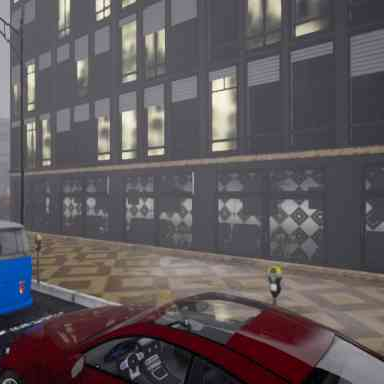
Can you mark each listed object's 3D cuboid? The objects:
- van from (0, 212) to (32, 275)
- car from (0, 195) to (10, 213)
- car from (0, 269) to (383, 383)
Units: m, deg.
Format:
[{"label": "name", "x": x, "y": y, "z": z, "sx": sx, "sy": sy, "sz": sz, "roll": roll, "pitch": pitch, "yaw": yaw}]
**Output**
[{"label": "van", "x": -4.633, "y": 1.342, "z": 6.138, "sx": 3.998, "sy": 1.788, "sz": 1.690, "roll": 0, "pitch": 0, "yaw": 35}, {"label": "car", "x": -14.535, "y": 1.357, "z": 28.246, "sx": 2.192, "sy": 1.841, "sz": 5.009, "roll": -1, "pitch": -1, "yaw": 35}, {"label": "car", "x": 0.000, "y": 1.582, "z": 2.836, "sx": 4.206, "sy": 1.307, "sz": 1.802, "roll": 0, "pitch": 0, "yaw": 35}]
